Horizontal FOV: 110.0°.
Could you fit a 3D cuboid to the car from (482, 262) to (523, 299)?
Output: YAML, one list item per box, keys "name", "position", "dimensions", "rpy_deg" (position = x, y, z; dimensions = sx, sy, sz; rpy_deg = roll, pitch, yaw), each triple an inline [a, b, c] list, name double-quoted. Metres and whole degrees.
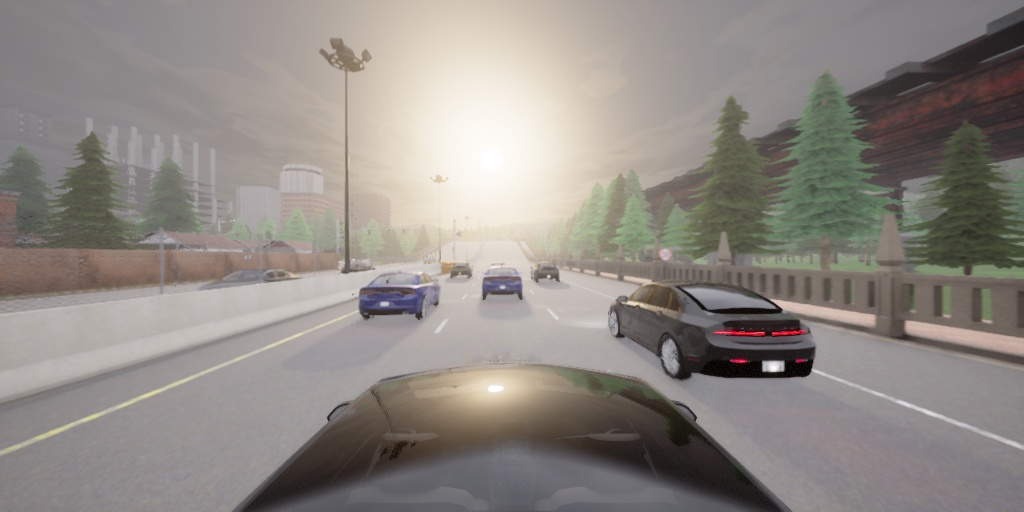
- name: "car"
  position: [-0.511, 1.224, 18.150]
  dimensions: [1.882, 1.535, 5.008]
  rpy_deg: [0, 0, -2]

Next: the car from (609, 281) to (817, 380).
- name: "car"
  position: [3.405, 1.233, 7.191]
  dimensions: [1.837, 1.490, 4.892]
  rpy_deg: [0, 0, -2]

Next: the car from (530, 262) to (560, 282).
- name: "car"
  position: [2.559, 1.229, 28.372]
  dimensions: [1.837, 1.490, 4.892]
  rpy_deg: [0, 0, -2]

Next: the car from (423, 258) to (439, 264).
- name: "car"
  position: [-12.789, 0.997, 57.060]
  dimensions: [1.882, 1.535, 5.008]
  rpy_deg: [0, 0, -2]

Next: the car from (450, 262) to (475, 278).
- name: "car"
  position: [-4.687, 1.269, 33.948]
  dimensions: [1.837, 1.490, 4.892]
  rpy_deg: [0, 0, -2]

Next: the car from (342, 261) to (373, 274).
- name: "car"
  position: [-15.504, 1.425, 36.639]
  dimensions: [1.895, 1.301, 4.718]
  rpy_deg: [0, 0, -2]

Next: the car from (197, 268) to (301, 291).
- name: "car"
  position: [-11.100, 1.299, 15.511]
  dimensions: [2.128, 1.511, 4.902]
  rpy_deg: [0, 0, -2]

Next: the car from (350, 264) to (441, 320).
- name: "car"
  position: [-3.800, 1.245, 12.897]
  dimensions: [1.882, 1.535, 5.008]
  rpy_deg: [0, 0, -2]
